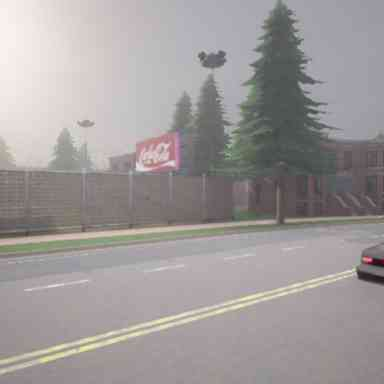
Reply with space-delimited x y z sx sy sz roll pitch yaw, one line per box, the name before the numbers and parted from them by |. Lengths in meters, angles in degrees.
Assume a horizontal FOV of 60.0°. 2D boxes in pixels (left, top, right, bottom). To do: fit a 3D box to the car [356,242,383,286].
car | 6.186 1.529 8.136 5.357 1.411 2.033 0 0 -34
